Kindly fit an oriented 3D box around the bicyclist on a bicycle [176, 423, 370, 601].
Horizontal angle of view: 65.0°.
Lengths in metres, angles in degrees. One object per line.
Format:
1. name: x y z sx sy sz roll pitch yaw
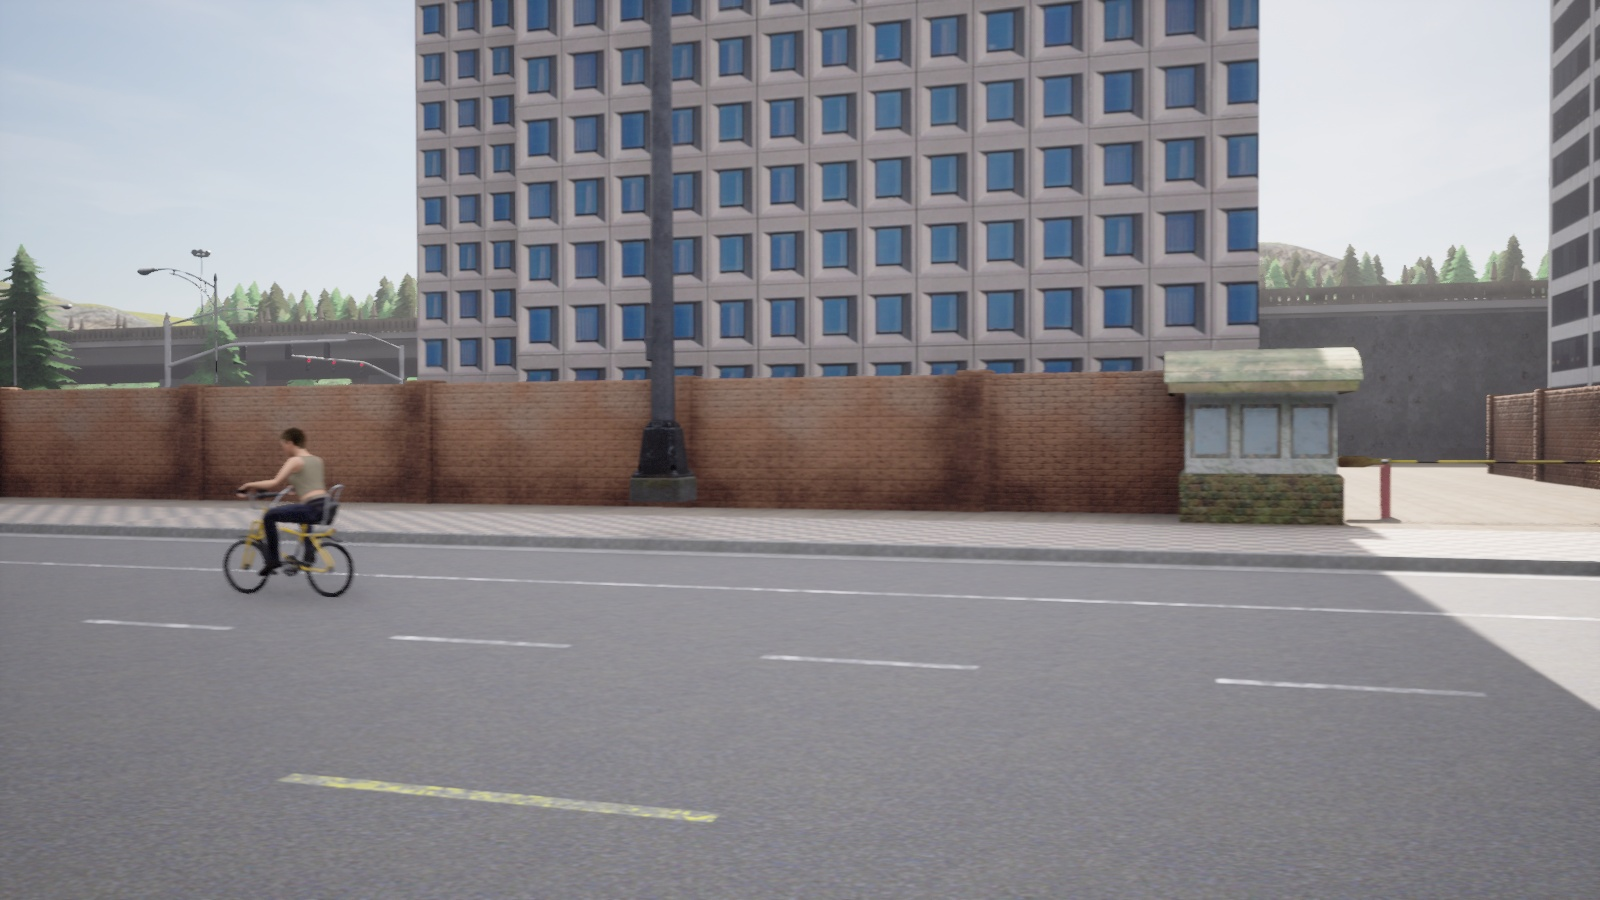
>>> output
1. bicyclist on a bicycle: -5.037 0.555 12.043 1.509 1.612 0.866 0 1 18
